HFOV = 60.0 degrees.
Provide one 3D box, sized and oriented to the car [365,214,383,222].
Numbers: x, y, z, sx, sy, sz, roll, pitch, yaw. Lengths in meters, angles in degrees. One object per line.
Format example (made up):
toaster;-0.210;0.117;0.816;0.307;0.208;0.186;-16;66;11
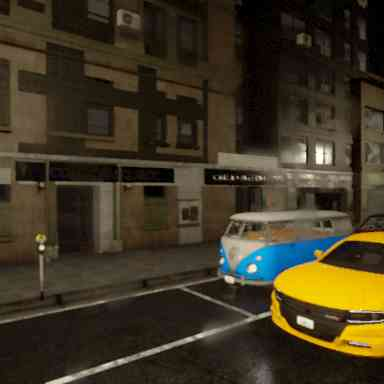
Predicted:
car;6.899;1.504;11.771;4.097;1.590;1.967;0;-1;-37

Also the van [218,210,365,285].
van;2.496;1.382;8.480;3.998;1.788;1.690;0;-1;-37

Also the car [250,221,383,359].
car;3.532;1.510;6.036;5.008;1.535;1.882;0;0;-37
